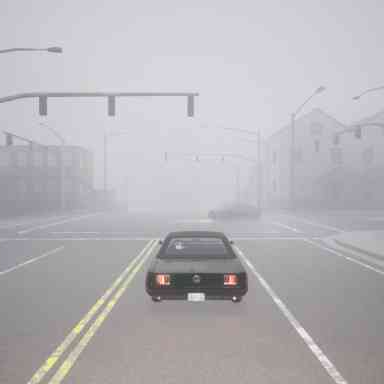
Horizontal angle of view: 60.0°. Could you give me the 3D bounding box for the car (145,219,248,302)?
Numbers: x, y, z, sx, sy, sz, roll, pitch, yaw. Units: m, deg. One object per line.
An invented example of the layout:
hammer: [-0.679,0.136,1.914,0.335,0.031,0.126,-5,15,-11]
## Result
car: [0.102,1.601,8.199,1.895,1.301,4.718,0,0,0]

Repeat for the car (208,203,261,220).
car: [3.362,1.549,26.472,4.181,1.385,1.994,1,0,-22]
